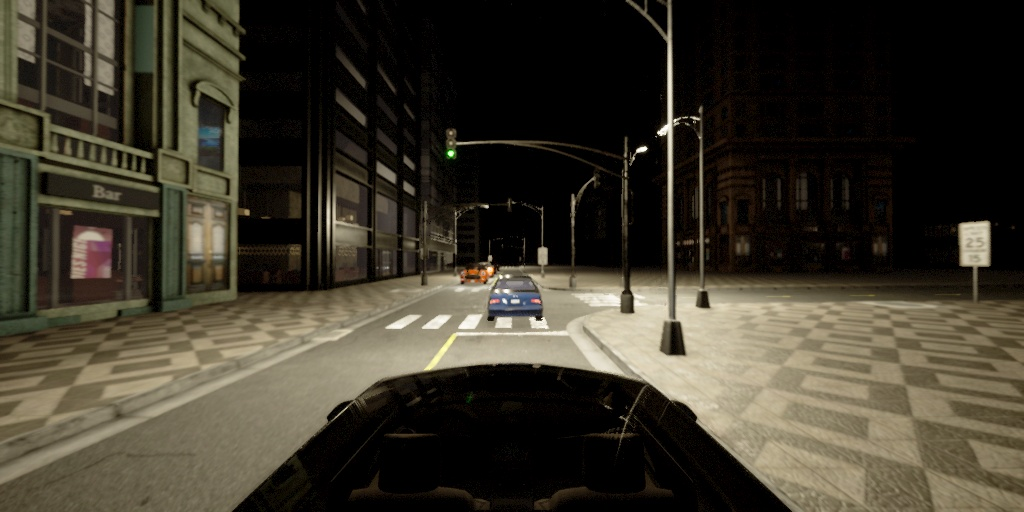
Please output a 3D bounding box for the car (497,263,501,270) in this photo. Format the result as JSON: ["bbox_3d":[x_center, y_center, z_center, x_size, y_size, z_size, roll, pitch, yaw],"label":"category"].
[{"bbox_3d":[-3.087,1.817,50.481,2.033,1.411,5.357,0,-1,0],"label":"car"}]

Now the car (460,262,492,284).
[{"bbox_3d":[-3.079,1.402,30.103,2.097,1.767,4.553,0,-1,-1],"label":"car"}]

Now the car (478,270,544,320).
[{"bbox_3d":[0.098,1.409,13.111,2.033,1.411,5.357,0,0,0],"label":"car"}]

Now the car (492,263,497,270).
[{"bbox_3d":[-3.101,1.506,39.845,2.097,1.767,4.553,0,-1,0],"label":"car"}]
